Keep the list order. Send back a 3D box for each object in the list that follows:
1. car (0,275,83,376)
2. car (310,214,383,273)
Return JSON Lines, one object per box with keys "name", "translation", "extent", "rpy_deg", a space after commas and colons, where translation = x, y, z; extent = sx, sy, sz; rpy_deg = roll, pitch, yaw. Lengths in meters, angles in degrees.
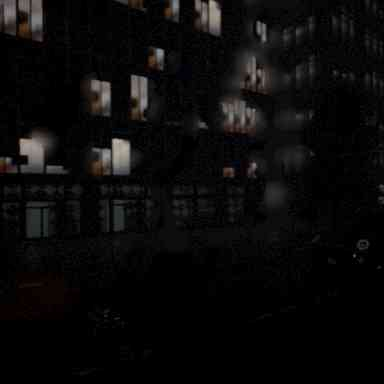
{"name": "car", "translation": [-3.831, 1.527, 3.836], "extent": [4.829, 1.417, 1.752], "rpy_deg": [0, -1, -35]}
{"name": "car", "translation": [5.561, 1.432, 10.537], "extent": [4.097, 1.590, 1.967], "rpy_deg": [0, -1, -35]}
